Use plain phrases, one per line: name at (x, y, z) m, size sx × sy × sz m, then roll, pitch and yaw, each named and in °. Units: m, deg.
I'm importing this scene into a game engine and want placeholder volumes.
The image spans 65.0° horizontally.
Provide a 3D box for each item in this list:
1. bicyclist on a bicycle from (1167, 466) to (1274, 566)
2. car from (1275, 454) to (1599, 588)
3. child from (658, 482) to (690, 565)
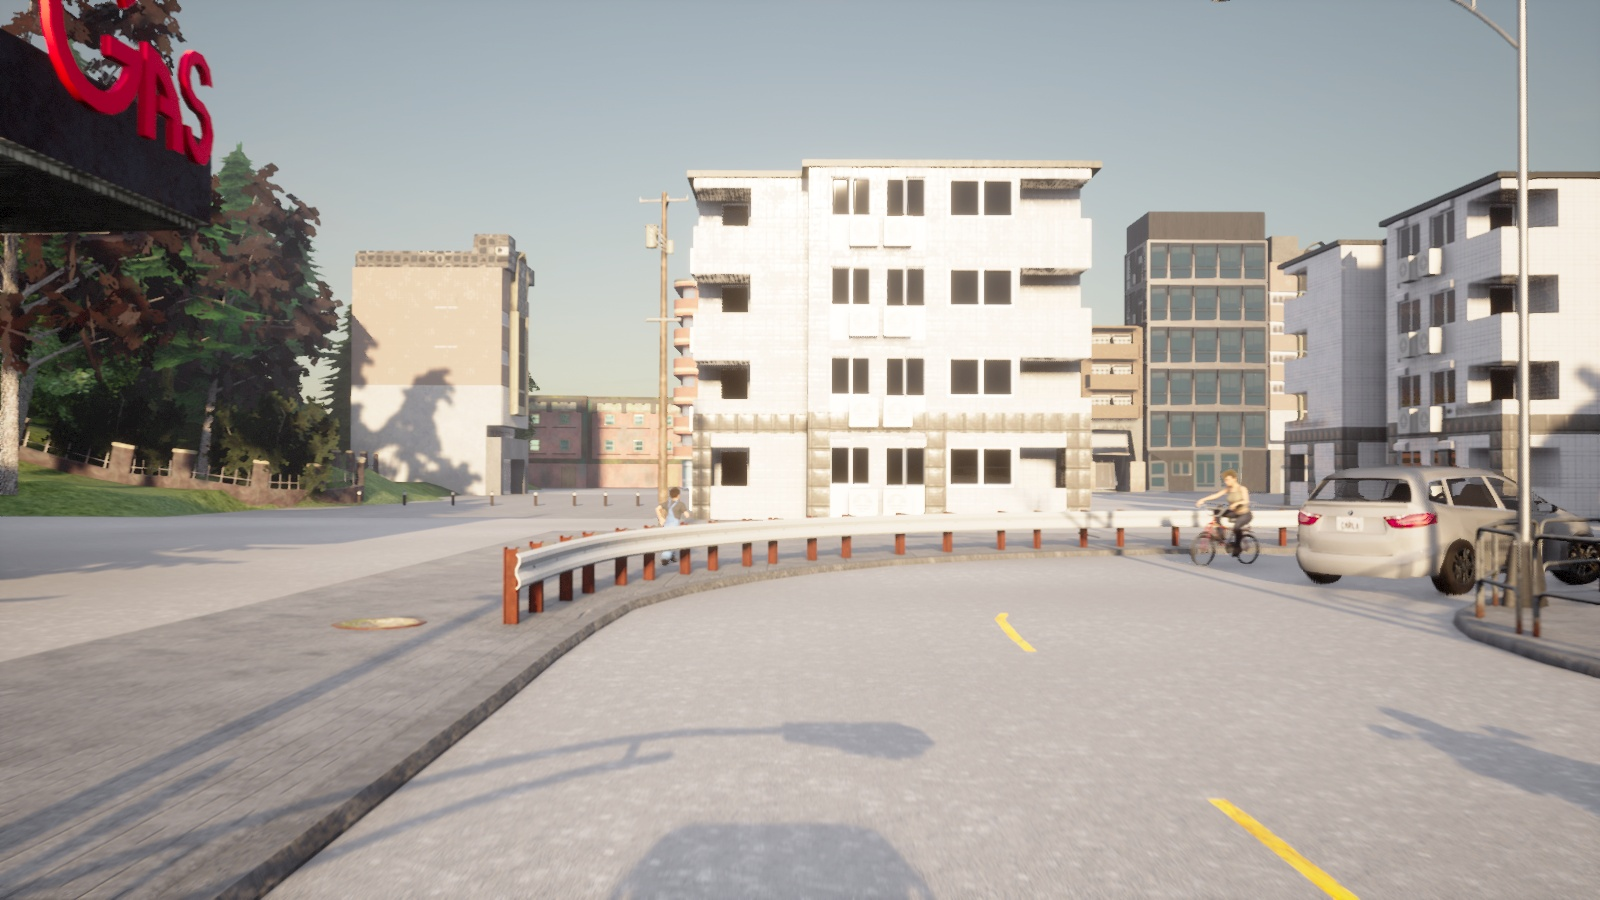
bicyclist on a bicycle at (7.073, 1.079, 21.136) m, size 1.509 × 1.612 × 0.866 m, roll 0°, pitch 1°, yaw -25°
car at (9.193, 0.920, 17.737) m, size 4.611 × 1.667 × 2.242 m, roll 0°, pitch -1°, yaw -31°
child at (-1.957, 1.139, 19.533) m, size 0.270 × 1.263 × 0.437 m, roll -1°, pitch -1°, yaw 33°
